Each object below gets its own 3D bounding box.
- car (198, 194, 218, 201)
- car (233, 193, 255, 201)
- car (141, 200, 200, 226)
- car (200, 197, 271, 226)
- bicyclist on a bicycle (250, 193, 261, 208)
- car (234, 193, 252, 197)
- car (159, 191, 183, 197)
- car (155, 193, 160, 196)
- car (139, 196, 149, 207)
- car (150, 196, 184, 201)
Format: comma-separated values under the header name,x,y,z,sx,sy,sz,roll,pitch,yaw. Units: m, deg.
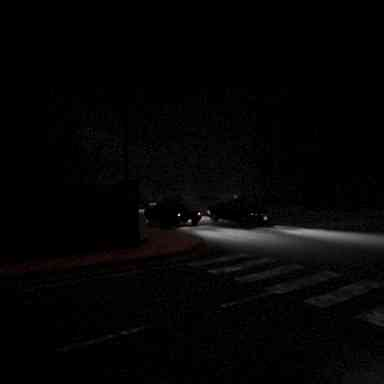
name,x,y,z,sx,sy,sz,roll,pitch,yaw
car,3.222,1.057,63.289,1.882,1.535,5.008,0,0,40
car,10.907,1.010,69.896,4.674,1.442,1.812,-1,0,-35
car,-1.335,1.438,21.934,1.895,1.301,4.718,-1,0,-33
car,2.969,1.297,21.740,2.128,1.511,4.902,-1,0,-35
bicyclist on a bicycle,6.999,0.993,37.135,1.656,1.620,0.582,-1,0,-25
car,11.010,0.986,65.640,5.008,1.535,1.882,-1,0,-35
car,-3.252,1.141,59.536,2.128,1.511,4.902,0,0,26
car,-5.203,0.917,63.516,2.150,2.045,5.566,0,0,31
car,-6.085,1.276,40.770,1.837,1.490,4.892,-1,0,-8
car,-1.835,1.365,29.248,1.994,1.385,4.181,-1,0,-30
